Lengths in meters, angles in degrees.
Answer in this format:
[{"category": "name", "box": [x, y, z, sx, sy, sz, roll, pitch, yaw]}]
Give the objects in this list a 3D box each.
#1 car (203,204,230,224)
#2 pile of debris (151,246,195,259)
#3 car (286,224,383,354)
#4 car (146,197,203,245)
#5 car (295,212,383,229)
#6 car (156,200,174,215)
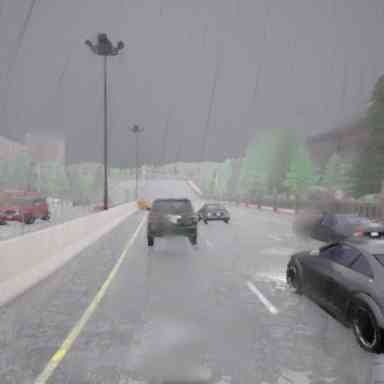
[{"category": "car", "box": [1.576, 1.609, 25.480, 2.033, 1.411, 5.357, 0, 0, -6]}, {"category": "pile of debris", "box": [-0.741, 2.215, 12.309, 1.500, 0.140, 1.860, 0, 0, -6]}, {"category": "car", "box": [3.273, 1.559, 6.131, 1.994, 1.385, 4.181, 0, 0, -3]}, {"category": "car", "box": [-1.016, 1.274, 16.056, 2.150, 2.045, 5.566, 0, 0, -6]}, {"category": "car", "box": [6.214, 1.546, 14.280, 2.033, 1.411, 5.357, 0, 0, -6]}, {"category": "car", "box": [-2.985, 1.626, 36.037, 1.837, 1.490, 4.892, 0, 0, -6]}]
